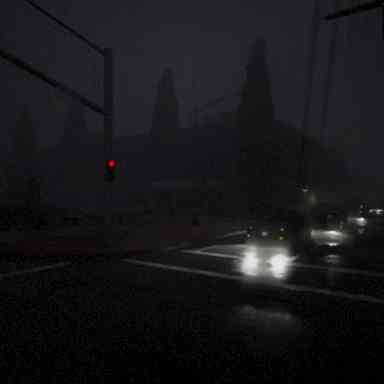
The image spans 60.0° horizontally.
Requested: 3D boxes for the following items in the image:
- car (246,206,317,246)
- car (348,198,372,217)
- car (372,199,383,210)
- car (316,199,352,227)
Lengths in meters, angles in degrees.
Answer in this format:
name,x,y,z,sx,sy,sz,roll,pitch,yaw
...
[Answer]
name,x,y,z,sx,sy,sz,roll,pitch,yaw
car,4.161,1.565,15.567,1.994,1.385,4.181,0,0,35
car,15.675,1.359,32.076,2.097,1.767,4.553,0,0,35
car,24.247,1.577,44.229,1.994,1.385,4.181,0,0,35
car,9.442,1.481,23.141,1.882,1.535,5.008,0,0,35
